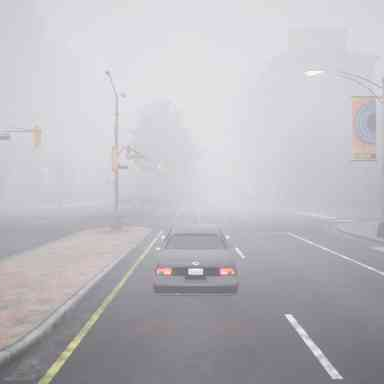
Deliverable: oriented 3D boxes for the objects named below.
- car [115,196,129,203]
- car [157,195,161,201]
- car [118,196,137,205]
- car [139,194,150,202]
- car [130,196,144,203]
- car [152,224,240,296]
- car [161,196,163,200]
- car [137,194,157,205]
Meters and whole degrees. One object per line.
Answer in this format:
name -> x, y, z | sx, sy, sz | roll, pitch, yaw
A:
car -> -14.644, 1.595, 69.433 | 1.895, 1.301, 4.718 | 0, 0, 0
car -> -7.916, 1.526, 67.462 | 1.812, 1.442, 4.674 | 0, 0, 1
car -> -11.478, 1.491, 59.629 | 2.128, 1.511, 4.902 | 0, 0, 0
car -> -11.379, 1.355, 79.562 | 2.097, 1.767, 4.553 | 0, 0, 0
car -> -11.395, 1.525, 69.551 | 2.128, 1.511, 4.902 | 0, 0, 0
car -> 0.087, 1.547, 8.782 | 2.033, 1.411, 5.357 | 0, 0, 0
car -> -7.882, 1.500, 77.791 | 1.837, 1.490, 4.892 | 0, 0, 0
car -> -7.983, 1.564, 58.944 | 1.994, 1.385, 4.181 | 0, 0, 1
